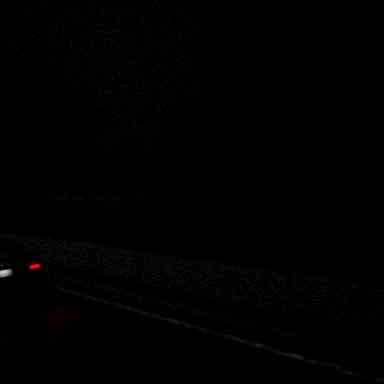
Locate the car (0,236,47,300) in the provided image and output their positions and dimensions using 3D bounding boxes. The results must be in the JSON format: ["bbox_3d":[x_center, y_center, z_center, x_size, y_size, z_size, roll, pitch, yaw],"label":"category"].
[{"bbox_3d":[-5.511,1.555,7.612,5.357,1.411,2.033,0,0,36],"label":"car"}]
